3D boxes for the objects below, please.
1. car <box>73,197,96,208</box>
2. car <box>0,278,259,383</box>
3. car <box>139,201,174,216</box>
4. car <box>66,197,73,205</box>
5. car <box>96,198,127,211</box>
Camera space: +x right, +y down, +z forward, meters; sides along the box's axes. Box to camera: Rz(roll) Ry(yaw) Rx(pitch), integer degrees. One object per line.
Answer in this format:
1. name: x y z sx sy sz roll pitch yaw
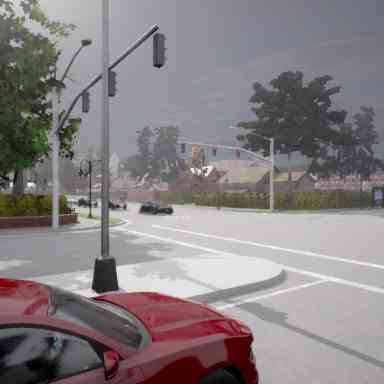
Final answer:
1. car: -15.571 1.492 49.604 2.128 1.511 4.902 0 0 -36
2. car: -1.637 1.478 2.600 5.008 1.535 1.882 0 0 -35
3. car: -3.571 1.564 33.045 1.994 1.385 4.181 0 0 -36
4. car: -21.401 1.526 57.680 1.812 1.442 4.674 0 0 -35
5. car: -9.775 1.492 41.598 2.128 1.511 4.902 0 0 -36
